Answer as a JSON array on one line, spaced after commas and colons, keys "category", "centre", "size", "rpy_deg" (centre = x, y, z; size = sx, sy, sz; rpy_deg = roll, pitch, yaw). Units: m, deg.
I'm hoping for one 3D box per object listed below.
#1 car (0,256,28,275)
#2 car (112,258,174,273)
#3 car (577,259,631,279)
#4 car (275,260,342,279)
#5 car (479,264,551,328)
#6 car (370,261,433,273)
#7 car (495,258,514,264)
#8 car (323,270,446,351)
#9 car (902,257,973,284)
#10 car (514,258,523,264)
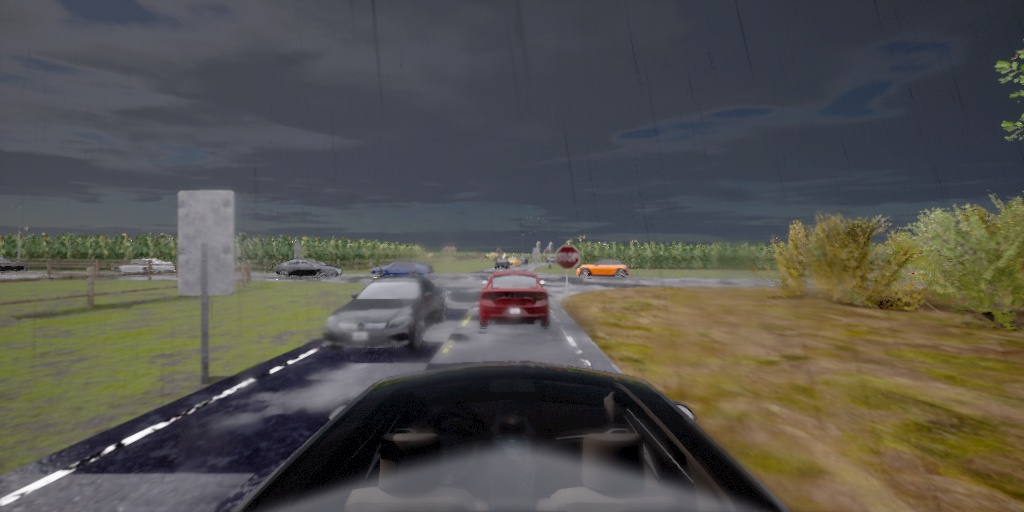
[{"category": "car", "centre": [-43.157, 0.694, 29.607], "size": [4.553, 1.767, 2.097], "rpy_deg": [0, 0, 3]}, {"category": "car", "centre": [-33.713, 0.936, 32.831], "size": [4.674, 1.442, 1.812], "rpy_deg": [0, 0, 3]}, {"category": "car", "centre": [8.101, 1.059, 31.784], "size": [4.553, 1.767, 2.097], "rpy_deg": [0, 0, 21]}, {"category": "car", "centre": [-16.025, 1.037, 28.354], "size": [4.902, 1.511, 2.128], "rpy_deg": [0, 0, 3]}, {"category": "car", "centre": [0.057, 1.192, 11.231], "size": [1.882, 1.535, 5.008], "rpy_deg": [0, 0, -1]}, {"category": "car", "centre": [-9.616, 1.134, 31.717], "size": [5.357, 1.411, 2.033], "rpy_deg": [0, 0, 3]}, {"category": "car", "centre": [-1.298, 1.131, 50.895], "size": [2.033, 1.411, 5.357], "rpy_deg": [0, 0, 6]}, {"category": "car", "centre": [-2.864, 1.248, 9.075], "size": [1.812, 1.442, 4.674], "rpy_deg": [0, 0, 0]}, {"category": "car", "centre": [34.245, 1.099, 28.038], "size": [5.566, 2.045, 2.150], "rpy_deg": [0, 0, 6]}, {"category": "car", "centre": [0.126, 1.034, 60.869], "size": [1.882, 1.535, 5.008], "rpy_deg": [0, 0, 10]}]
